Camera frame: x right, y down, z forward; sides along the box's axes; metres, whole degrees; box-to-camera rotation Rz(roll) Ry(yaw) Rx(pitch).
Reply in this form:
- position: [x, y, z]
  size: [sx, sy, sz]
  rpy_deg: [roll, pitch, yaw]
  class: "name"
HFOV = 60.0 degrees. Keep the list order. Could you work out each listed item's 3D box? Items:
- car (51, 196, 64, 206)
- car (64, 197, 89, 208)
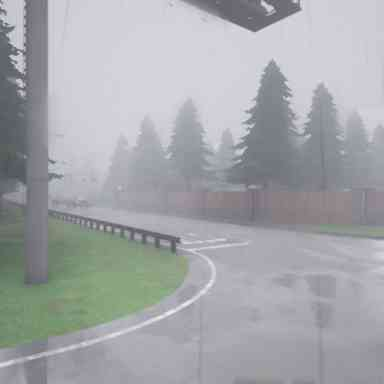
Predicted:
- position: [-20.465, 1.372, 51.675]
  size: [2.033, 1.411, 5.357]
  rpy_deg: [0, 0, -34]
  class: "car"
- position: [-14.760, 1.350, 43.189]
  size: [1.812, 1.442, 4.674]
  rpy_deg: [0, 0, -34]
  class: "car"
